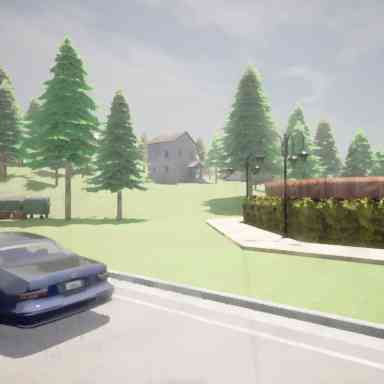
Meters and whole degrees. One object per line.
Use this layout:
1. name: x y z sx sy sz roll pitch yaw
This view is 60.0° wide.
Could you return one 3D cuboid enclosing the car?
1. car: -3.945 1.547 6.809 5.357 1.411 2.033 0 0 36
